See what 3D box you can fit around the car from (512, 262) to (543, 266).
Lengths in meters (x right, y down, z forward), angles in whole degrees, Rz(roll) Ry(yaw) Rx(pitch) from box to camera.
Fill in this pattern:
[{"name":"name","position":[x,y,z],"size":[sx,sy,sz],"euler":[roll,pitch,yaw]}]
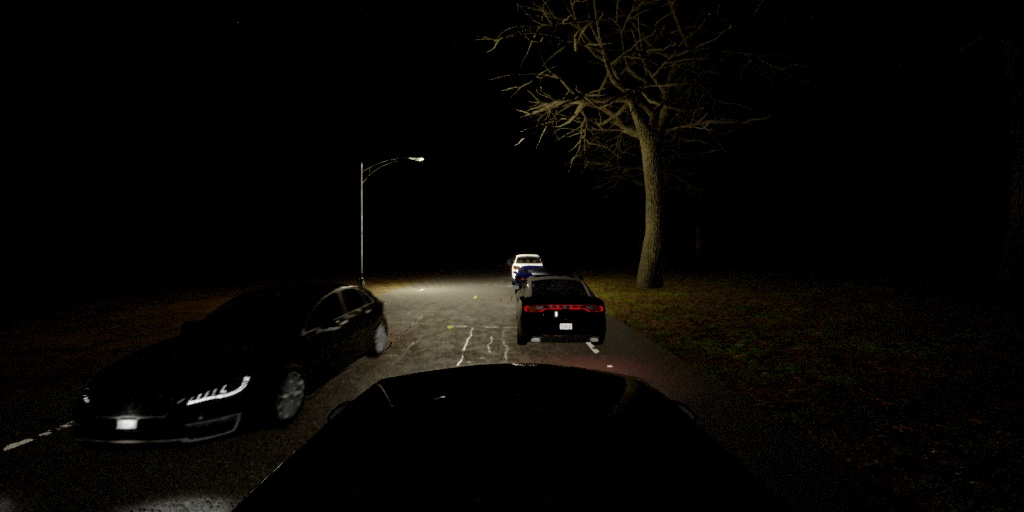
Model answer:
[{"name":"car","position":[1.066,1.237,19.482],"size":[1.812,1.442,4.674],"euler":[0,0,0]}]

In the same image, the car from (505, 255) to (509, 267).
[{"name":"car","position":[0.111,0.913,54.487],"size":[1.812,1.442,4.674],"euler":[0,1,0]}]

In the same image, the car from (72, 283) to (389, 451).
[{"name":"car","position":[-3.497,1.250,5.684],"size":[1.837,1.490,4.892],"euler":[0,1,0]}]

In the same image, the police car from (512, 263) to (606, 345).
[{"name":"police car","position":[1.057,1.164,9.591],"size":[1.930,1.638,5.238],"euler":[0,0,0]}]

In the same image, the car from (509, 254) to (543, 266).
[{"name":"car","position":[1.072,0.910,25.512],"size":[2.150,2.045,5.566],"euler":[0,0,0]}]
